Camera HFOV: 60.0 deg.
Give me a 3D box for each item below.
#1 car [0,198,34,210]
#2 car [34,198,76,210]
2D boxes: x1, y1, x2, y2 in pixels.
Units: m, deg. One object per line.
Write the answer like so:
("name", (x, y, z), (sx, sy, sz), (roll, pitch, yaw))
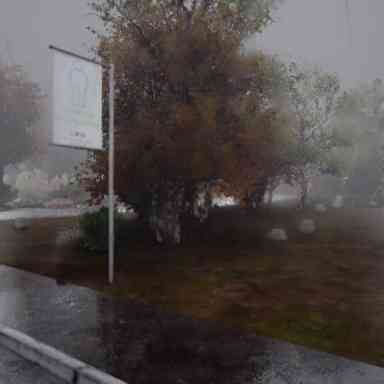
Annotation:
("car", (-20.324, 1.396, 40.346), (2.033, 1.411, 5.357), (0, 0, 39))
("car", (-16.148, 1.421, 39.989), (1.994, 1.385, 4.181), (0, 0, 38))
